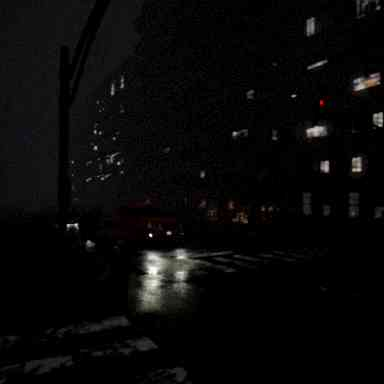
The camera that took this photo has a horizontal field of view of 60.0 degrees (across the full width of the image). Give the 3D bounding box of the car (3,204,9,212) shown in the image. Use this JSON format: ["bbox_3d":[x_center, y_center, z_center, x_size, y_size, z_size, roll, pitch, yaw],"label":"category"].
[{"bbox_3d":[-35.136,3.264,65.269,2.192,1.841,5.009,0,-1,-33],"label":"car"}]

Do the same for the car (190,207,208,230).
[{"bbox_3d":[-0.724,2.111,26.839,2.192,1.841,5.009,0,-1,-33],"label":"car"}]

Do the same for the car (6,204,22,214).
[{"bbox_3d":[-32.088,3.354,60.491,1.887,1.381,4.507,0,-1,-33],"label":"car"}]

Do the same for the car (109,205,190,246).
[{"bbox_3d":[-2.635,1.797,19.155,2.150,2.045,5.566,1,-2,-32],"label":"car"}]

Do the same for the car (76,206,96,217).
[{"bbox_3d":[-17.014,3.061,53.303,1.882,1.535,5.008,1,-2,-33],"label":"car"}]

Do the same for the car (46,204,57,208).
[{"bbox_3d":[-23.102,3.195,57.195,2.128,1.511,4.902,1,-2,-33],"label":"car"}]

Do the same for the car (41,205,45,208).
[{"bbox_3d":[-34.217,3.892,79.350,1.887,1.381,4.507,0,-1,-33],"label":"car"}]

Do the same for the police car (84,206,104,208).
[{"bbox_3d":[-13.315,2.836,47.494,1.930,1.638,5.238,1,-2,-33],"label":"police car"}]

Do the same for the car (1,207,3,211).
[{"bbox_3d":[-41.223,3.771,74.814,1.887,1.381,4.507,0,-1,-33],"label":"car"}]

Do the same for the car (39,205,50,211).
[{"bbox_3d":[-37.257,4.051,84.126,1.947,1.339,4.313,0,-1,-33],"label":"car"}]

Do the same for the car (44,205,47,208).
[{"bbox_3d":[-31.171,3.775,74.575,1.947,1.339,4.313,0,-1,-33],"label":"car"}]

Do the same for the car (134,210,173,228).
[{"bbox_3d":[-3.765,2.484,31.609,1.887,1.381,4.507,0,-1,-33],"label":"car"}]

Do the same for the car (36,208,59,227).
[{"bbox_3d":[-13.816,2.505,31.846,1.887,1.381,4.507,0,-1,-33],"label":"car"}]

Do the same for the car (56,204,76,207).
[{"bbox_3d":[-18.359,2.835,49.765,2.097,1.767,4.553,1,-2,-33],"label":"car"}]

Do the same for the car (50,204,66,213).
[{"bbox_3d":[-28.131,3.385,69.806,2.192,1.841,5.009,0,-1,-33],"label":"car"}]

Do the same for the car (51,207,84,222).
[{"bbox_3d":[-13.825,2.648,36.723,2.033,1.411,5.357,1,-2,-32],"label":"car"}]

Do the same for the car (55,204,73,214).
[{"bbox_3d":[-25.085,3.245,65.031,2.192,1.841,5.009,0,-1,-33],"label":"car"}]

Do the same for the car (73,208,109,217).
[{"bbox_3d":[-8.191,2.342,27.871,1.837,1.490,4.892,1,-2,-33],"label":"car"}]

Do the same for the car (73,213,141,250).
[{"bbox_3d":[-4.589,2.052,17.380,1.752,1.417,4.829,0,-1,-33],"label":"car"}]
